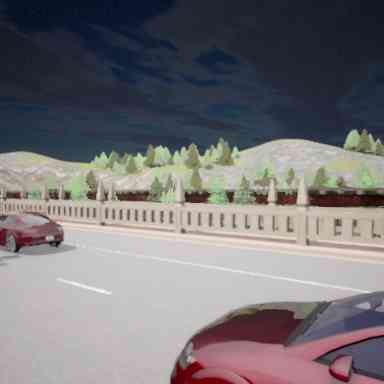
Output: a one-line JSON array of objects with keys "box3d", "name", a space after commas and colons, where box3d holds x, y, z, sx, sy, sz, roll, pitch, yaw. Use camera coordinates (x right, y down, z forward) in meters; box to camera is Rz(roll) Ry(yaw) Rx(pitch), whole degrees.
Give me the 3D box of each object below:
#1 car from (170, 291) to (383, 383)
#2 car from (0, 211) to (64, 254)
[{"box3d": [1.839, 1.567, 2.710, 4.181, 1.385, 1.994, 0, 0, 36], "name": "car"}, {"box3d": [-7.033, 1.512, 13.462, 4.674, 1.442, 1.812, 0, 0, 36], "name": "car"}]
